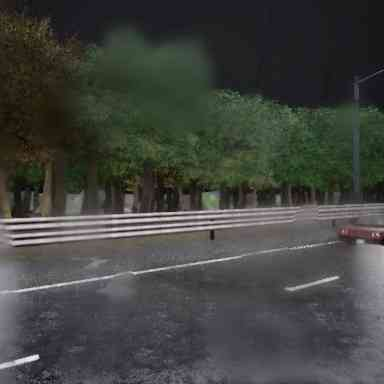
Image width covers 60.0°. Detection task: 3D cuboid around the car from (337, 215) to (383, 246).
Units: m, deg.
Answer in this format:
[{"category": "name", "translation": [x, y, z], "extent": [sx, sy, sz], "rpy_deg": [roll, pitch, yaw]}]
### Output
[{"category": "car", "translation": [8.293, 1.614, 14.083], "extent": [4.718, 1.301, 1.895], "rpy_deg": [0, 0, -35]}]
